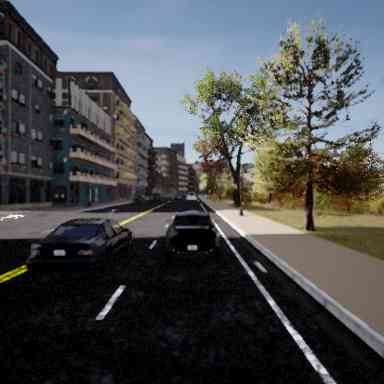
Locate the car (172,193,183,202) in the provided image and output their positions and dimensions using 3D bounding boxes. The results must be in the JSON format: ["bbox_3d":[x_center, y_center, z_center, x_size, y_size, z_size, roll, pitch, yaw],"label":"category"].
[{"bbox_3d":[-3.336,1.479,72.157,1.895,1.301,4.718,0,0,0],"label":"car"}]

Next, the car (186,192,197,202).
[{"bbox_3d":[-0.085,1.108,71.744,2.150,2.045,5.566,0,0,0],"label":"car"}]

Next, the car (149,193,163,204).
[{"bbox_3d":[-6.603,1.123,61.646,2.150,2.045,5.566,0,0,1],"label":"car"}]

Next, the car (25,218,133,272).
[{"bbox_3d":[-3.236,1.529,10.665,2.033,1.411,5.357,0,0,0],"label":"car"}]

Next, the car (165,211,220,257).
[{"bbox_3d":[0.029,1.484,12.871,1.837,1.490,4.892,0,0,0],"label":"car"}]

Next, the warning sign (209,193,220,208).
[{"bbox_3d":[2.791,1.047,42.073,1.300,1.860,1.060,-1,0,0],"label":"warning sign"}]

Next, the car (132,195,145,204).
[{"bbox_3d":[-9.853,1.405,61.604,1.837,1.490,4.892,0,0,1],"label":"car"}]

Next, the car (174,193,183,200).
[{"bbox_3d":[-3.348,1.150,82.102,2.097,1.767,4.553,0,0,0],"label":"car"}]
